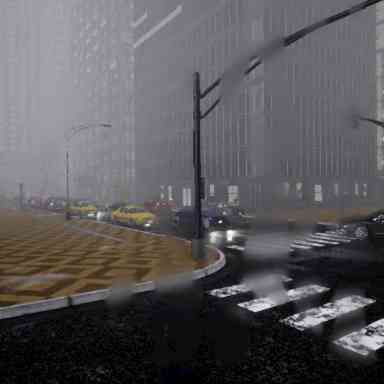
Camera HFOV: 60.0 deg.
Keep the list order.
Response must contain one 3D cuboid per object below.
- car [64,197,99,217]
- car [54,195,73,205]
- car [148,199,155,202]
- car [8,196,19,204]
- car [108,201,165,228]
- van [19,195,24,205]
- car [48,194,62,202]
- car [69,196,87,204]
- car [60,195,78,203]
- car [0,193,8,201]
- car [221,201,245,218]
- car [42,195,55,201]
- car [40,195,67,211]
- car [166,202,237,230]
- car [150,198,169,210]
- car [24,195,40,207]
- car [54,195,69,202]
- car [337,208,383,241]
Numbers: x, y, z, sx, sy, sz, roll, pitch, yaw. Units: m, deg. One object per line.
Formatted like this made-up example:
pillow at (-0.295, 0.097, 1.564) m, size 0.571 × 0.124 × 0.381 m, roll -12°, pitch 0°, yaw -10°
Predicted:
car at (-10.448, 1.533, 31.908) m, size 1.752 × 1.417 × 4.829 m, roll -1°, pitch 1°, yaw -36°
car at (-22.378, 1.358, 57.869) m, size 1.882 × 1.535 × 5.008 m, roll -1°, pitch 1°, yaw -35°
car at (-5.733, 1.525, 29.677) m, size 2.033 × 1.411 × 5.357 m, roll -1°, pitch 1°, yaw -36°
car at (-33.219, 1.494, 63.652) m, size 2.008 × 1.369 × 4.403 m, roll -1°, pitch 1°, yaw -36°
car at (-4.012, 1.552, 22.844) m, size 1.752 × 1.417 × 4.829 m, roll -1°, pitch 1°, yaw -36°
van at (-26.730, 1.303, 54.630) m, size 1.690 × 1.788 × 3.998 m, roll -1°, pitch 1°, yaw -36°
car at (-30.070, 1.256, 72.764) m, size 1.967 × 1.590 × 4.097 m, roll -1°, pitch 1°, yaw -36°
car at (-20.332, 1.389, 59.234) m, size 1.887 × 1.381 × 4.507 m, roll -1°, pitch 1°, yaw -36°
car at (-23.578, 1.385, 63.744) m, size 2.008 × 1.369 × 4.403 m, roll -1°, pitch 1°, yaw -36°
car at (-46.203, 1.449, 81.694) m, size 1.887 × 1.381 × 4.507 m, roll -1°, pitch 1°, yaw -36°
car at (2.494, 1.455, 27.736) m, size 2.008 × 1.369 × 4.403 m, roll -1°, pitch 1°, yaw -36°
car at (-33.415, 1.331, 77.413) m, size 1.752 × 1.417 × 4.829 m, roll -1°, pitch 1°, yaw -36°
car at (-16.991, 1.429, 41.099) m, size 1.967 × 1.590 × 4.097 m, roll -1°, pitch 1°, yaw -36°
car at (0.489, 1.558, 21.031) m, size 1.994 × 1.385 × 4.181 m, roll -1°, pitch 1°, yaw -36°
car at (-4.057, 1.328, 36.716) m, size 1.967 × 1.590 × 4.097 m, roll -1°, pitch 1°, yaw -36°
car at (-23.483, 1.411, 50.120) m, size 1.967 × 1.590 × 4.097 m, roll -1°, pitch 1°, yaw -36°
car at (-26.824, 1.407, 68.255) m, size 1.802 × 1.307 × 4.206 m, roll -1°, pitch 1°, yaw -36°
car at (9.472, 1.479, 15.558) m, size 4.892 × 1.490 × 1.837 m, roll 0°, pitch 4°, yaw 19°
